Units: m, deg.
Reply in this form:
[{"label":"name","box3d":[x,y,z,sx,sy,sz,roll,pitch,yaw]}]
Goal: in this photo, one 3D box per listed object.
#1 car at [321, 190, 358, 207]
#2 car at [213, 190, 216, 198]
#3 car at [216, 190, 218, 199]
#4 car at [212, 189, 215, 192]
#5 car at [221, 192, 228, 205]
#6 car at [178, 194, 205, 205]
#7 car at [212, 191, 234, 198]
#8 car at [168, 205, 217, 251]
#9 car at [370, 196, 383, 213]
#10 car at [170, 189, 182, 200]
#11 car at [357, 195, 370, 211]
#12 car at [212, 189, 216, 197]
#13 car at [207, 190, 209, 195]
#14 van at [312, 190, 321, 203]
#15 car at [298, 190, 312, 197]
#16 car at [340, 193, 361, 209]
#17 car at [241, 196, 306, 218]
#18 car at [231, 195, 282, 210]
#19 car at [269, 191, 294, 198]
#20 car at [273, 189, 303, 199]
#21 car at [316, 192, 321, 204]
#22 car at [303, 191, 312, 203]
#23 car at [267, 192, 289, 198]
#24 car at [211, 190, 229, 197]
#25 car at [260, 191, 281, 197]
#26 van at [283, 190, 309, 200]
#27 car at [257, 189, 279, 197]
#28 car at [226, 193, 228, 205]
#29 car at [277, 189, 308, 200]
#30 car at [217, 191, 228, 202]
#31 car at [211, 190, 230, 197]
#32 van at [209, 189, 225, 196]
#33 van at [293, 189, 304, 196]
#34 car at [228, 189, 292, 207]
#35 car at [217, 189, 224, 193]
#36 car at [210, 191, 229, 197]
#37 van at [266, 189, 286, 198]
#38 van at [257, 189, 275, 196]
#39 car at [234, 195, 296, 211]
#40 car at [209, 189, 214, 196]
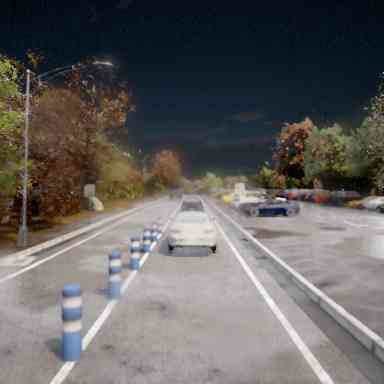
[{"label":"car","box3d":[20.032,0.818,42.243,5.566,2.045,2.435,0,1,0]},{"label":"car","box3d":[7.085,0.780,64.588,4.792,1.488,2.163,0,1,0]},{"label":"car","box3d":[7.096,0.840,59.035,4.792,1.488,2.163,0,1,0]},{"label":"car","box3d":[7.133,0.720,70.140,4.792,1.488,2.163,0,1,0]},{"label":"car","box3d":[6.739,1.072,42.393,5.366,1.575,1.946,0,1,0]},{"label":"car","box3d":[0.034,1.220,29.226,1.882,1.535,5.008,0,1,1]},{"label":"car","box3d":[7.227,0.602,78.467,4.892,1.521,2.231,0,1,0]},{"label":"car","box3d":[0.029,1.496,13.833,1.812,1.442,4.674,0,1,1]},{"label":"car","box3d":[19.879,1.315,31.172,4.792,1.488,2.163,0,1,1]},{"label":"car","box3d":[-3.136,0.469,65.992,2.150,2.045,5.566,0,1,1]},{"label":"car","box3d":[19.930,1.272,33.941,4.674,1.452,2.002,0,1,1]},{"label":"car","box3d":[7.109,0.750,67.364,4.792,1.488,2.163,0,1,0]},{"label":"car","box3d":[7.071,0.568,81.244,5.366,1.575,1.946,0,1,0]},{"label":"van","box3d":[20.168,0.736,47.905,4.442,1.987,1.878,0,1,0]},{"label":"car","box3d":[20.127,0.903,53.320,4.792,1.488,2.163,0,1,1]},{"label":"car","box3d":[19.770,1.175,36.712,5.366,1.575,1.946,0,1,1]},{"label":"car","box3d":[6.776,1.376,28.515,4.792,1.488,2.163,0,1,0]},{"label":"car","box3d":[7.062,1.181,36.839,5.366,1.575,1.946,0,1,0]},{"label":"car","box3d":[20.282,0.625,75.477,5.008,1.535,2.097,0,1,1]},{"label":"car","box3d":[20.212,0.434,69.934,5.566,2.045,2.435,0,1,0]},{"label":"car","box3d":[19.999,1.045,45.018,4.792,1.488,2.163,0,1,0]},{"label":"car","box3d":[20.104,0.943,50.681,4.792,1.488,2.163,0,1,1]},{"label":"car","box3d":[20.315,0.634,78.372,4.674,1.452,2.002,0,1,0]},{"label":"car","box3d":[7.273,0.385,86.794,4.553,1.767,2.185,0,1,0]},{"label":"car","box3d":[20.377,0.506,86.557,5.008,1.535,2.097,0,1,1]},{"label":"van","box3d":[20.076,0.519,64.395,4.442,1.987,1.878,0,1,1]},{"label":"car","box3d":[20.379,0.223,89.449,5.566,2.045,2.435,0,1,0]},{"label":"car","box3d":[6.907,1.131,39.617,4.892,1.521,2.231,0,1,0]},{"label":"car","box3d":[20.188,0.464,67.164,5.566,2.045,2.435,0,1,0]},{"label":"car","box3d":[6.787,0.964,48.065,5.366,1.575,1.946,0,1,0]},{"label":"car","box3d":[7.249,0.415,84.018,4.553,1.767,2.185,0,1,0]},{"label":"van","box3d":[7.259,0.195,95.121,4.442,1.987,1.878,0,1,0]},{"label":"van","box3d":[20.013,0.612,56.070,4.442,1.987,1.878,0,1,0]},{"label":"car","box3d":[6.881,0.987,34.060,5.566,2.045,2.435,0,1,0]},{"label":"car","box3d":[7.074,0.717,56.260,4.553,1.767,2.185,0,1,0]},{"label":"car","box3d":[7.323,0.480,89.571,5.008,1.535,2.097,0,1,0]},{"label":"van","box3d":[20.453,0.338,81.139,4.442,1.987,1.878,0,1,0]},{"label":"van","box3d":[20.548,0.219,92.218,4.442,1.987,1.878,0,1,0]},{"label":"car","box3d":[6.835,1.292,31.290,5.008,1.535,2.097,0,1,0]},{"label":"car","box3d":[7.000,0.658,72.917,5.366,1.575,1.946,0,1,0]}]
